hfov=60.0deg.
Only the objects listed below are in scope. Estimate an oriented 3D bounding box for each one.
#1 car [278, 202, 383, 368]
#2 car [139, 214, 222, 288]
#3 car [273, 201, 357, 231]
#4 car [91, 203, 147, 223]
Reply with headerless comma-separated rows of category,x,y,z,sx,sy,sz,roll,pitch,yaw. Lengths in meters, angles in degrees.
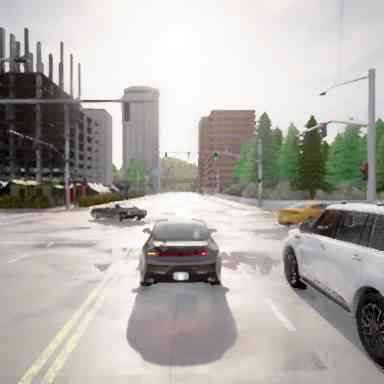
car,3.346,1.177,5.817,2.150,2.045,5.566,0,0,-2
car,-0.319,1.441,9.115,1.837,1.490,4.892,0,0,-2
car,7.431,1.333,19.902,5.008,1.535,1.882,0,-1,-29
car,-5.445,1.441,24.235,4.718,1.301,1.895,0,0,44
